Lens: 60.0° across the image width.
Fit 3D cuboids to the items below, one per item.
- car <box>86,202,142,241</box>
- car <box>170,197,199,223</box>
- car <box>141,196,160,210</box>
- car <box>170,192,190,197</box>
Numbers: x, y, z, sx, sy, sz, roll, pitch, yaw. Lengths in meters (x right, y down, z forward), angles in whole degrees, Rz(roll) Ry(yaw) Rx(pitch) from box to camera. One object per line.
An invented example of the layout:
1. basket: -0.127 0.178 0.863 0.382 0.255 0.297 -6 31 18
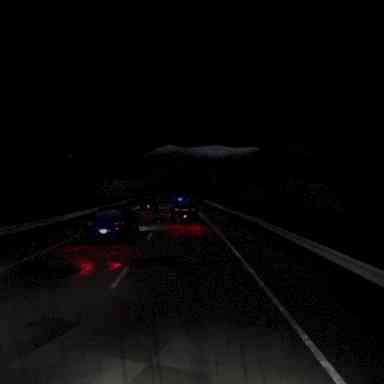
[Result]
1. car: -3.724 1.421 15.974 1.812 1.442 4.674 0 0 -2
2. car: -0.548 1.334 23.687 2.128 1.511 4.902 0 0 -3
3. car: -4.859 1.253 38.454 1.837 1.490 4.892 0 0 -3
4. car: -1.438 0.959 39.949 2.150 2.045 5.566 0 0 -3
